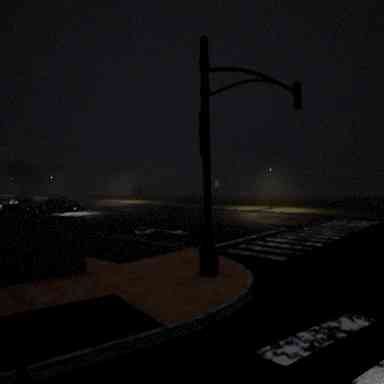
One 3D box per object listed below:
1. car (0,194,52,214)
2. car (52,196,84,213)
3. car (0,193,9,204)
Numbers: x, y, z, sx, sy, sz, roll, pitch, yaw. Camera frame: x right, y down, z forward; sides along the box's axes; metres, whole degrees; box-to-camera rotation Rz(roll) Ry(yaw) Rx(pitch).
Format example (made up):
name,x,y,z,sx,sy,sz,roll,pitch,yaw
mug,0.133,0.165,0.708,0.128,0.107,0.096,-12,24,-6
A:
name,x,y,z,sx,sy,sz,roll,pitch,yaw
car,-14.287,1.134,28.200,5.357,1.411,2.033,1,2,42
car,-12.085,1.039,30.587,5.357,1.411,2.033,1,2,42
car,-25.905,0.884,43.596,4.718,1.301,1.895,1,2,44
